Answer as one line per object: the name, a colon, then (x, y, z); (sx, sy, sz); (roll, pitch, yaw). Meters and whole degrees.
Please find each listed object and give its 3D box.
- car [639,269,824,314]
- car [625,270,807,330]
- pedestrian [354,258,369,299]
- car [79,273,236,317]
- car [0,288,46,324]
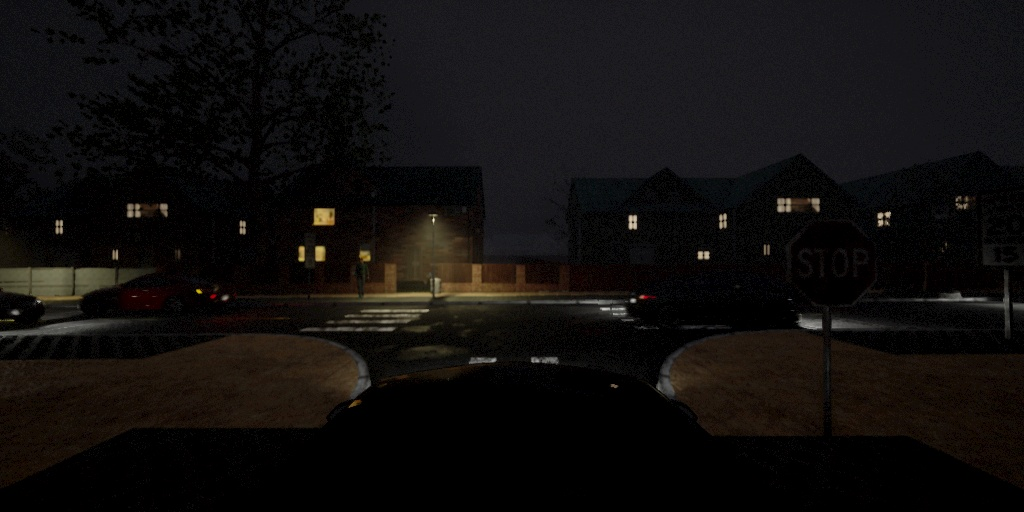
car: (7.601, 1.196, 12.859); (5.357, 1.411, 2.033); (0, -1, 1)
car: (5.353, 1.188, 9.931); (4.181, 1.385, 1.994); (-1, -1, 1)
pedestrian: (-6.723, 0.964, 15.951); (0.375, 1.860, 0.375); (0, 0, 1)
car: (-12.753, 1.366, 13.099); (4.674, 1.442, 1.812); (-1, -1, 1)
car: (-16.412, 1.360, 10.205); (4.674, 1.442, 1.812); (-1, -1, 1)
